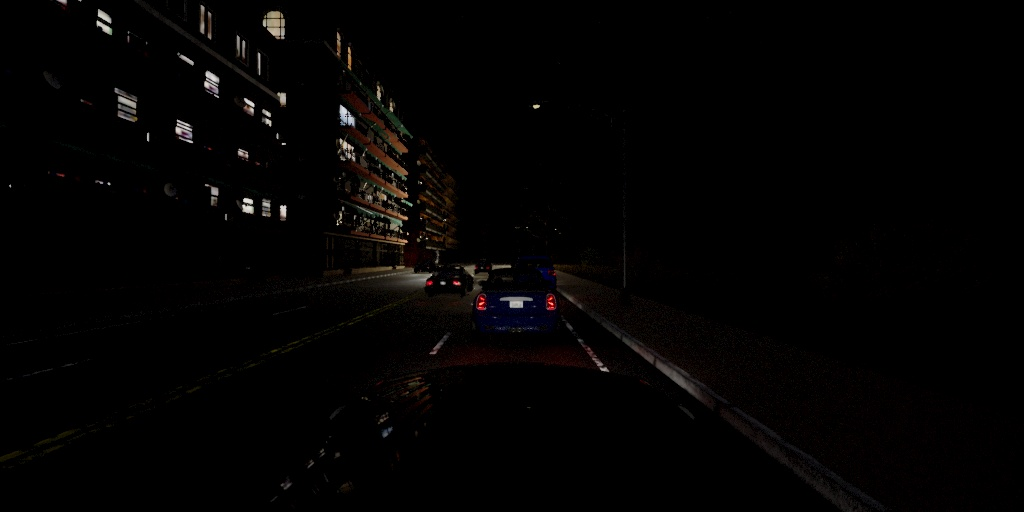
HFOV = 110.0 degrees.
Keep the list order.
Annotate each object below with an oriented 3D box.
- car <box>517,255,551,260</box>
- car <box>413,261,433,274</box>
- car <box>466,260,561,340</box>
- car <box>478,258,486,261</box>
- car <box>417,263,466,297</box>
[{"bbox_3d":[1.136,0.977,19.736,2.150,2.045,5.566,0,0,0],"label":"car"},{"bbox_3d":[-9.851,1.277,41.061,1.812,1.442,4.674,0,0,0],"label":"car"},{"bbox_3d":[0.097,1.103,10.161,2.097,1.767,4.553,0,0,0],"label":"car"},{"bbox_3d":[-3.150,1.299,40.275,2.033,1.411,5.357,0,0,0],"label":"car"},{"bbox_3d":[-3.150,1.299,18.850,2.033,1.411,5.357,0,0,0],"label":"car"}]
